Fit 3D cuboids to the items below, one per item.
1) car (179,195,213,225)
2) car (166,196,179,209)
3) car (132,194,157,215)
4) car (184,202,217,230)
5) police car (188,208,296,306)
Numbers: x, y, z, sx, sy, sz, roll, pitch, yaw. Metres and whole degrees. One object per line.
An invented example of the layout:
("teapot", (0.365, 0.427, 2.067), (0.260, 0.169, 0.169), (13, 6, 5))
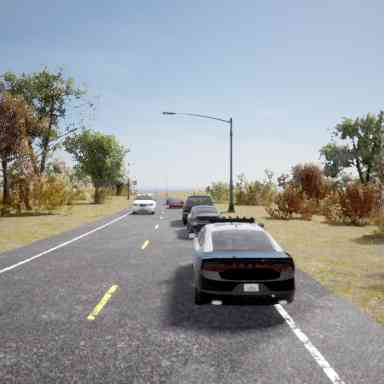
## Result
("car", (0.389, 1.212, 24.252), (2.150, 2.045, 5.566), (0, 0, -3))
("car", (-2.163, 1.542, 45.509), (1.994, 1.385, 4.181), (0, 0, -4))
("car", (-4.807, 1.208, 33.946), (2.150, 2.045, 5.566), (0, 0, -4))
("car", (0.668, 1.500, 18.194), (1.837, 1.490, 4.892), (0, 0, -2))
("police car", (0.961, 1.424, 8.253), (1.930, 1.638, 5.238), (0, 0, -1))
